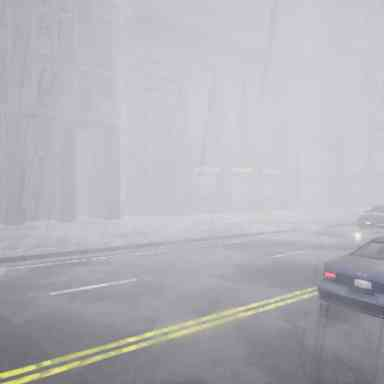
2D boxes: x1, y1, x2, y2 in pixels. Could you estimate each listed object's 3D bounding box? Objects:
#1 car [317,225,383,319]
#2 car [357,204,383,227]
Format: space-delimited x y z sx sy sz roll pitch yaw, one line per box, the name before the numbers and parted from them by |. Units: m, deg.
car | 4.826 1.547 6.885 5.357 1.411 2.033 0 0 -36
car | 11.915 1.516 20.166 4.892 1.490 1.837 0 0 -35
